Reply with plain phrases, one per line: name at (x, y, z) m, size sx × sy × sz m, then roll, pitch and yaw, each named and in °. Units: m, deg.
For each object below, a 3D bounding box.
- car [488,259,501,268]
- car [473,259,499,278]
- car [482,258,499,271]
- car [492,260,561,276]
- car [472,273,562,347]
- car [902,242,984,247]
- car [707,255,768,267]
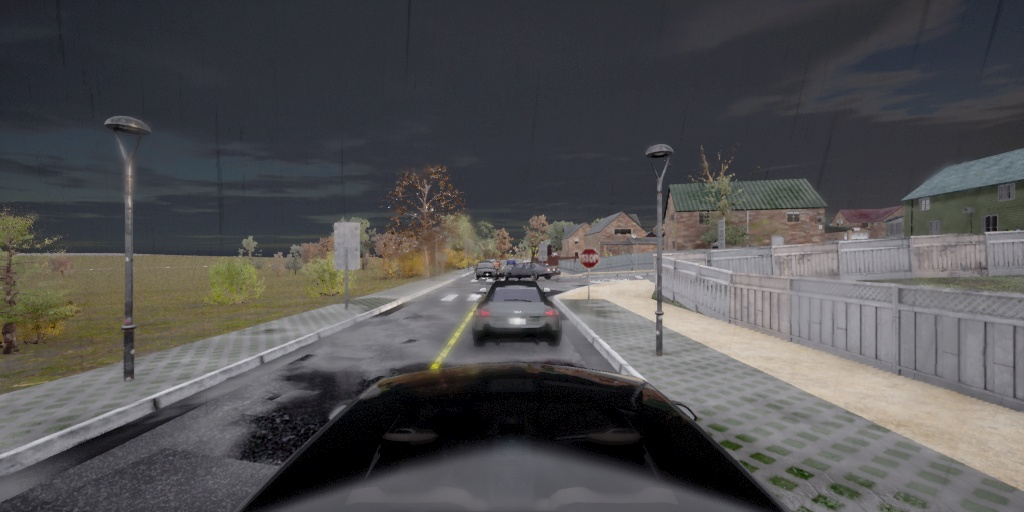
car at (-2.979, 1.256, 61.125) m, size 1.882 × 1.535 × 5.008 m, roll 0°, pitch 0°, yaw 0°
car at (-2.324, 1.257, 31.272) m, size 1.837 × 1.490 × 4.892 m, roll 0°, pitch 0°, yaw -8°
car at (-2.969, 1.120, 51.088) m, size 2.097 × 1.767 × 4.553 m, roll 0°, pitch 0°, yaw 0°
car at (1.271, 1.198, 28.369) m, size 5.357 × 1.411 × 2.033 m, roll -4°, pitch -3°, yaw 43°
car at (0.084, 1.313, 9.352) m, size 1.994 × 1.385 × 4.181 m, roll 0°, pitch 0°, yaw -1°
car at (23.842, -0.208, 20.380) m, size 4.902 × 1.511 × 2.128 m, roll -3°, pitch 0°, yaw 14°
car at (14.336, 0.413, 22.778) m, size 4.181 × 1.385 × 1.994 m, roll -3°, pitch 0°, yaw 16°
